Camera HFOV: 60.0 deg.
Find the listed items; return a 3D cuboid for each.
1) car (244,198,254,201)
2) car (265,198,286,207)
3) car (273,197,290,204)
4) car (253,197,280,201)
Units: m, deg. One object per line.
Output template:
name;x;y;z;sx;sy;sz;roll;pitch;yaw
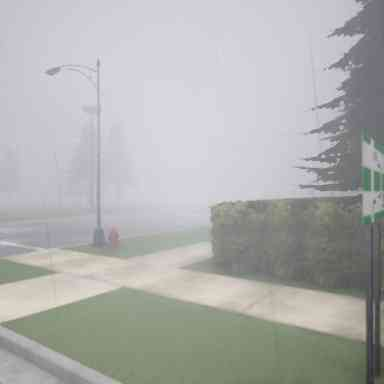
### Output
car;10.862;1.690;57.432;2.033;1.411;5.357;0;0;38
car;14.081;1.686;55.877;1.994;1.385;4.181;0;0;36
car;18.123;1.668;67.406;1.812;1.442;4.674;0;0;36
car;10.491;1.628;45.060;1.812;1.442;4.674;0;0;36
